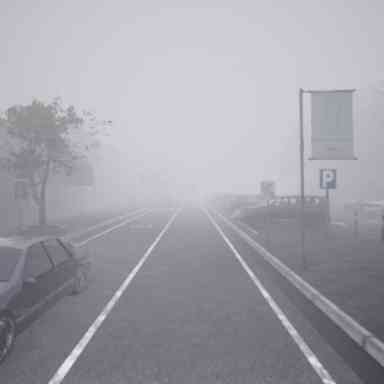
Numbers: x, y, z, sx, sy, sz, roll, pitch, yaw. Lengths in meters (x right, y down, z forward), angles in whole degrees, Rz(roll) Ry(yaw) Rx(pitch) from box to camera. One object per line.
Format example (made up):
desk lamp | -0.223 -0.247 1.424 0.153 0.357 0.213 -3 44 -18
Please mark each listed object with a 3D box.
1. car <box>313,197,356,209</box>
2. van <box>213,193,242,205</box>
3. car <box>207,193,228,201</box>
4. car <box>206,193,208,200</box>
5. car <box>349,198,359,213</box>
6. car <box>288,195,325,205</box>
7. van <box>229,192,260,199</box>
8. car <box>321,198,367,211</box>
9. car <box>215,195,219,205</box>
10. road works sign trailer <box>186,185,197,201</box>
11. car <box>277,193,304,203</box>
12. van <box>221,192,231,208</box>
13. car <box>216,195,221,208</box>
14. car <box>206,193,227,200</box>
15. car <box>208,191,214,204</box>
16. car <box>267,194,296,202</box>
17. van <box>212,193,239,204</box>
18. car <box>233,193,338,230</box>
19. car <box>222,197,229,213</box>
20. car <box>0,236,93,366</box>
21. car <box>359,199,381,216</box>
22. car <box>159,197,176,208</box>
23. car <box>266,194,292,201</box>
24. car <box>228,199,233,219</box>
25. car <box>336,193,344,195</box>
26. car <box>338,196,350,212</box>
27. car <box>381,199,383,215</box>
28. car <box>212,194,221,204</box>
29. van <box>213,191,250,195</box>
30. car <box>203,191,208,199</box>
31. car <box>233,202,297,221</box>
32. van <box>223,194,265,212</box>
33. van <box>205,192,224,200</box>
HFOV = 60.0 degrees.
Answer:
car | 18.810 1.471 43.999 4.792 1.488 2.163 0 0 0
van | 5.804 1.136 54.546 4.442 1.987 1.878 0 0 0
car | 5.628 1.068 74.169 4.553 1.767 2.185 0 0 0
car | 5.668 1.306 65.761 4.674 1.452 2.002 0 0 0
car | 18.791 1.477 32.889 4.892 1.521 2.231 0 0 0
car | 18.952 1.356 55.102 5.366 1.575 1.946 0 1 0
van | 5.839 1.252 29.309 4.442 1.987 1.878 0 0 0
car | 18.756 1.487 41.216 4.792 1.488 2.163 0 0 0
car | 5.700 1.485 43.332 4.674 1.452 2.002 0 0 0
road works sign trailer | -0.012 0.181 74.265 2.380 3.560 2.880 0 0 1
car | 18.785 1.162 63.429 4.553 1.767 2.185 0 0 0
van | 5.598 1.247 34.919 4.442 1.987 1.878 0 0 0
car | 5.736 1.488 40.524 4.792 1.488 2.163 0 0 0
car | 5.624 1.044 76.972 4.553 1.767 2.185 0 0 0
car | 5.663 1.135 51.742 5.566 2.045 2.435 0 1 0
car | 18.561 1.236 68.980 5.366 1.575 1.946 0 0 0
van | 5.800 1.112 57.349 4.442 1.987 1.878 0 0 0
car | 5.706 1.233 20.899 5.566 2.045 2.435 0 0 0
car | 5.713 1.475 32.112 5.008 1.535 2.097 0 0 0
car | -3.350 1.555 5.970 2.033 1.411 5.357 0 0 0
car | 18.772 1.227 30.115 5.566 2.045 2.435 0 0 0
car | -3.338 1.420 45.944 1.837 1.490 4.892 0 0 0
car | 18.748 1.217 71.757 4.892 1.521 2.231 0 0 0
car | 5.545 1.479 23.702 5.366 1.575 1.946 0 0 0
car | 18.749 1.174 46.772 5.566 2.045 2.435 0 0 0
car | 18.788 1.472 35.667 5.008 1.535 2.097 0 0 0
car | 18.810 1.480 27.339 5.008 1.535 2.097 0 0 0
car | 5.705 1.429 46.135 4.892 1.521 2.231 0 0 0
van | 5.812 1.184 48.942 4.442 1.987 1.878 0 0 0
car | 5.639 0.990 68.562 5.566 2.045 2.435 0 0 0
car | 5.729 1.520 26.506 4.674 1.452 2.002 0 0 0
van | 5.827 1.240 37.721 4.442 1.987 1.878 0 0 0
van | 5.531 0.896 82.578 4.442 1.987 1.878 0 0 0
